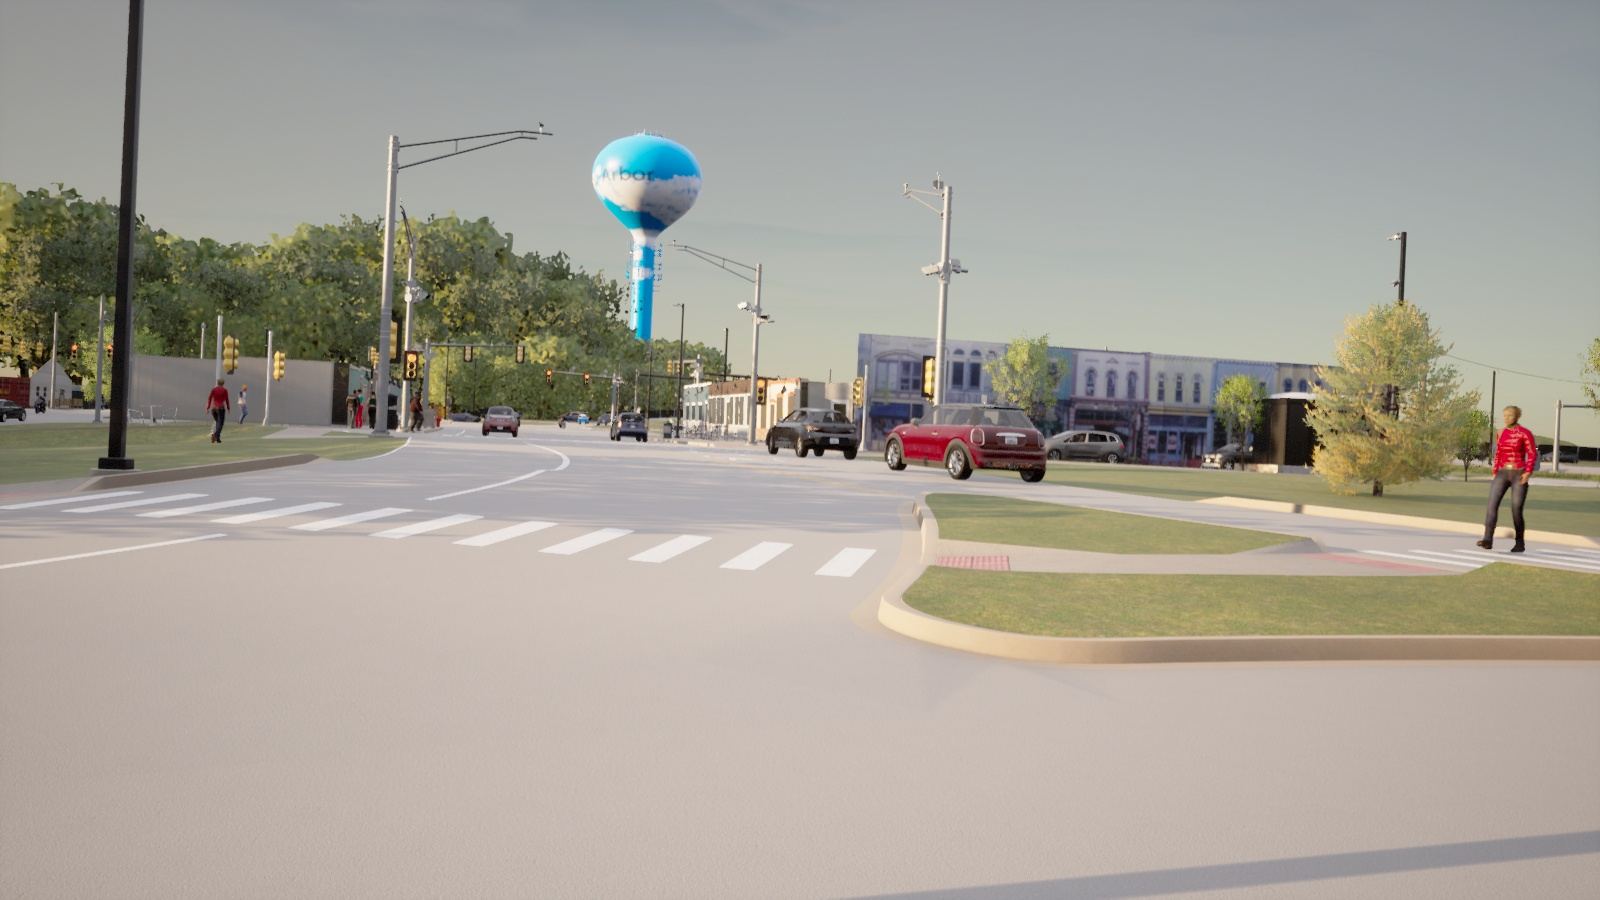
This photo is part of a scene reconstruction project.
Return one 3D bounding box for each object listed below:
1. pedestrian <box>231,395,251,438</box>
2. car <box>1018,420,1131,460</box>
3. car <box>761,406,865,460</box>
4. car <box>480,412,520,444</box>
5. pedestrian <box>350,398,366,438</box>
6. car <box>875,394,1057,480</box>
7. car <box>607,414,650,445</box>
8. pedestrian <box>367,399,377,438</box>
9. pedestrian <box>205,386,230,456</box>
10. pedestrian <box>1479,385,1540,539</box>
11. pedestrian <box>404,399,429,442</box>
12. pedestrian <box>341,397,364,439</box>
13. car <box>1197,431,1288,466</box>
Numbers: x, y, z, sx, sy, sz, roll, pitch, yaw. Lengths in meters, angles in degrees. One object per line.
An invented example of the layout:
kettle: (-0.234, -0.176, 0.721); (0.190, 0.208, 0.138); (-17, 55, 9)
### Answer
pedestrian: (-24.294, -1.466, 54.587); (0.706, 1.836, 0.354); (1, 0, -8)
car: (12.773, -0.474, 58.550); (4.611, 1.667, 2.242); (2, 0, -14)
car: (0.317, -0.532, 37.709); (1.816, 1.474, 4.193); (1, 1, -19)
car: (-14.714, -1.066, 61.685); (1.845, 1.501, 3.633); (1, 0, -13)
pedestrian: (-20.527, -1.479, 58.384); (0.594, 1.836, 0.345); (1, 0, 26)
car: (3.664, -0.364, 28.709); (2.097, 1.767, 4.553); (1, 2, -22)
car: (-9.587, -1.122, 70.010); (1.851, 1.617, 3.988); (1, 1, -15)
pedestrian: (-20.777, -1.524, 60.934); (0.345, 1.836, 0.594); (1, 0, -13)
pedestrian: (-15.684, -0.777, 33.813); (0.331, 1.846, 0.636); (1, 0, -2)
pedestrian: (8.657, 0.145, 15.329); (0.636, 1.846, 0.331); (1, 0, -30)
pedestrian: (-17.119, -1.312, 56.042); (0.899, 1.844, 0.634); (1, 0, -6)
pedestrian: (-20.594, -1.468, 57.770); (0.563, 1.883, 0.849); (1, 0, 14)
car: (21.390, -0.068, 60.747); (3.705, 1.549, 1.789); (2, 0, -14)
